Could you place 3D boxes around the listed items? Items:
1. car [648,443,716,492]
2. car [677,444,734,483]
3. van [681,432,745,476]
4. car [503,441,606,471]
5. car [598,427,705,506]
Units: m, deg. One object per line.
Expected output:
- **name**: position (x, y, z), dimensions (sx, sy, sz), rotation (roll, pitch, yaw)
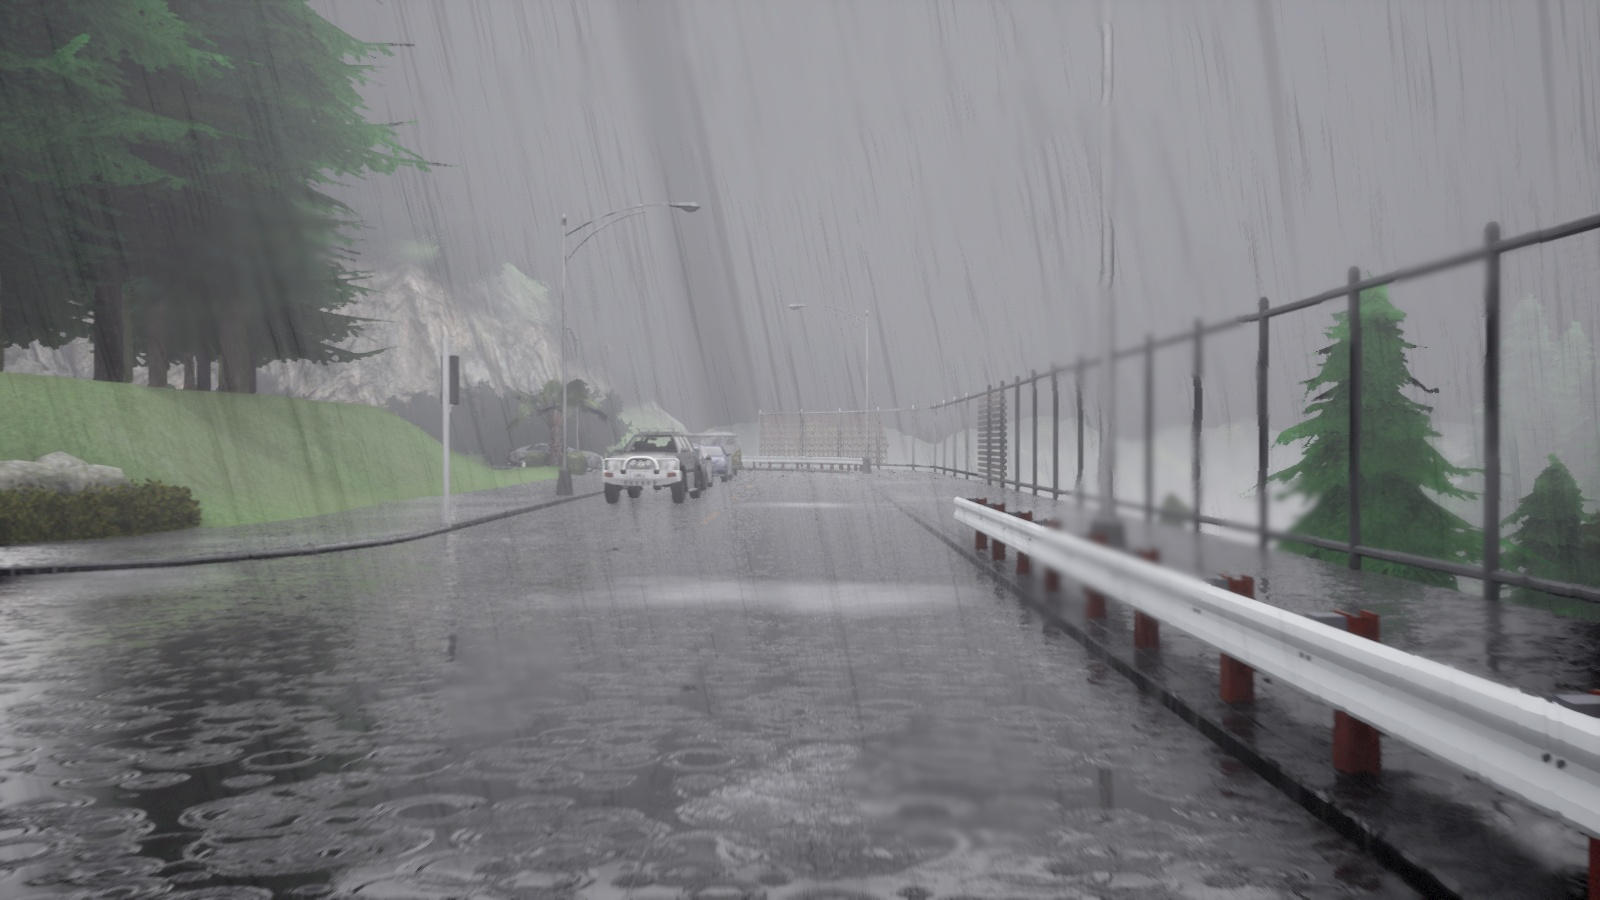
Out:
- **car**: position (-3.726, 0.523, 40.178), dimensions (1.845, 1.501, 3.633), rotation (0, 0, 0)
- **car**: position (-3.647, 0.483, 49.045), dimensions (1.812, 1.442, 4.674), rotation (0, 0, 1)
- **van**: position (-4.105, 0.155, 58.618), dimensions (1.775, 1.987, 4.442), rotation (0, 0, -21)
- **car**: position (-12.590, 0.316, 64.625), dimensions (4.902, 1.511, 2.128), rotation (0, 0, 0)
- **car**: position (-3.684, 0.374, 31.941), dimensions (1.932, 1.855, 4.605), rotation (0, 0, 3)
